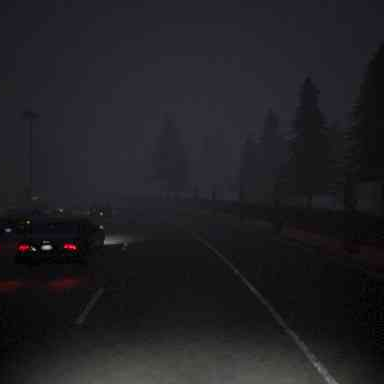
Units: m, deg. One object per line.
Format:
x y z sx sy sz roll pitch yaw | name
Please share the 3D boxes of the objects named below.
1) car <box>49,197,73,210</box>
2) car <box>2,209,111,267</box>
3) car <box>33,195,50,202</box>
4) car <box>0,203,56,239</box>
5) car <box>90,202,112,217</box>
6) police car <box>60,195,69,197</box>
-13.293 1.565 34.044 1.812 1.442 4.674 0 0 -19 | car
-4.258 1.560 11.527 2.033 1.411 5.357 0 0 -7 | car
-36.522 1.562 81.970 5.366 1.575 1.801 0 0 41 | car
-8.765 1.551 17.453 1.812 1.442 4.674 0 0 -10 | car
-8.632 1.629 31.321 1.895 1.301 4.718 0 0 -17 | car
-28.611 1.511 74.264 1.930 1.638 5.238 0 0 -43 | police car
